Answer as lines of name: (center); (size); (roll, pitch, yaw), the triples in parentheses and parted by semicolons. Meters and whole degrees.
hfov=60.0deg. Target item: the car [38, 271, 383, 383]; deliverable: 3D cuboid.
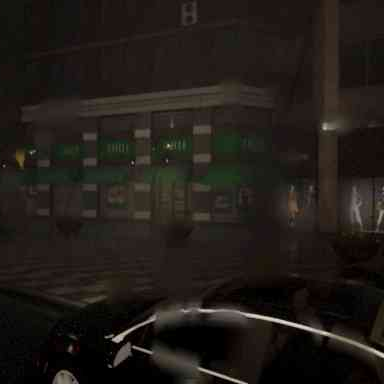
car: (0.610, 1.498, 2.849); (4.892, 1.490, 1.837); (0, 0, 36)
